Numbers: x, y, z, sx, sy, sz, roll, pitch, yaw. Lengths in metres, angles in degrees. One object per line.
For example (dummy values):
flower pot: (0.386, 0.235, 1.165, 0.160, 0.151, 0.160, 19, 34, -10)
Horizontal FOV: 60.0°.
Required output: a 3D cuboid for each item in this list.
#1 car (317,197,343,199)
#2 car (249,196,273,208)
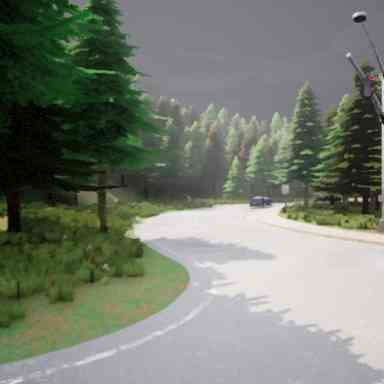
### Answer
car: (23.182, 1.143, 55.667, 5.008, 1.535, 1.882, 0, 0, -23)
car: (9.177, 1.274, 43.976, 1.882, 1.535, 5.008, -1, 0, 30)
